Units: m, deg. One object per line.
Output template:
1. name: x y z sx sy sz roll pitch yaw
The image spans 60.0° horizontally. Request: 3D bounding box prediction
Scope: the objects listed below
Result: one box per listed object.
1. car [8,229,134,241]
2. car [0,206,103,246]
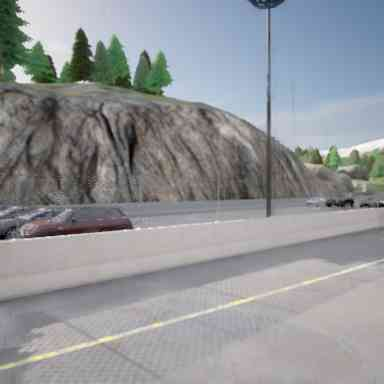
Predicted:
1. car: -4.720 1.371 13.689 4.553 1.767 2.097 0 0 -37
2. car: -7.122 1.518 16.250 4.902 1.511 2.128 0 0 -37
